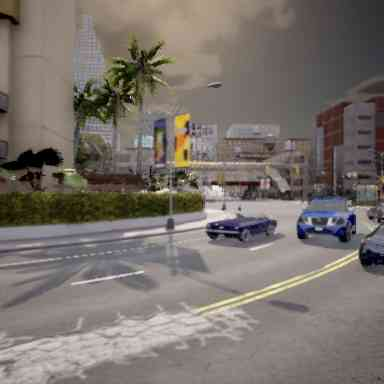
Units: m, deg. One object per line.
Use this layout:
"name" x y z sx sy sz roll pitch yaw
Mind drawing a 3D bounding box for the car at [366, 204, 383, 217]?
"car" 15.273 1.669 26.346 2.033 1.411 5.357 0 0 17

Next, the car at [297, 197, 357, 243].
"car" 7.068 1.299 17.067 2.150 2.045 5.566 0 0 32

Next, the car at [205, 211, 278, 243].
"car" 2.615 1.673 16.802 1.895 1.301 4.718 0 0 36

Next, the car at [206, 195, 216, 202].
"car" 4.840 1.835 84.782 2.097 1.535 5.008 0 0 -3

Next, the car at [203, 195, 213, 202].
"car" 4.370 1.735 91.192 2.185 1.767 4.553 0 0 -3

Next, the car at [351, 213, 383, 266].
"car" 6.962 1.615 10.880 1.994 1.385 4.181 0 0 41
